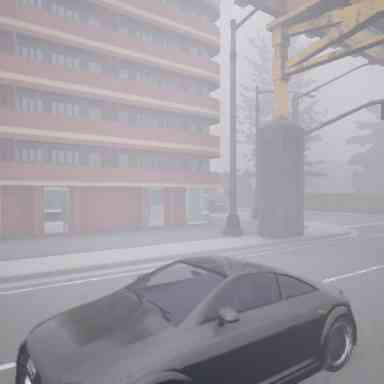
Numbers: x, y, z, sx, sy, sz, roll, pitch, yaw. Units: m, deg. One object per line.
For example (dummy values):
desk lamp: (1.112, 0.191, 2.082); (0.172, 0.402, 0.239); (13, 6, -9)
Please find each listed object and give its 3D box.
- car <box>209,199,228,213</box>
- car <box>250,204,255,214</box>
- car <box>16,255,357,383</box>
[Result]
car: (1.939, 1.526, 36.865); (1.812, 1.442, 4.674); (0, 0, -35)
car: (7.337, 1.478, 29.196); (1.882, 1.535, 5.008); (0, 0, -35)
car: (0.171, 1.564, 4.112); (4.181, 1.385, 1.994); (0, 0, -35)
